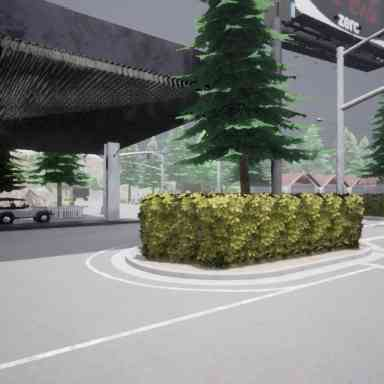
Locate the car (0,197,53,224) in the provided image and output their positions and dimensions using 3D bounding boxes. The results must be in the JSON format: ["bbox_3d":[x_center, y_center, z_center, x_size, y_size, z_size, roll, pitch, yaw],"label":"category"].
[{"bbox_3d":[-12.017,1.313,23.451,3.866,1.878,1.905,0,0,-36],"label":"car"}]
